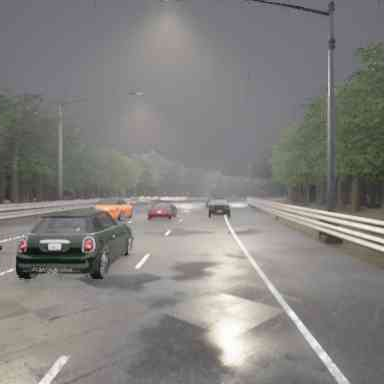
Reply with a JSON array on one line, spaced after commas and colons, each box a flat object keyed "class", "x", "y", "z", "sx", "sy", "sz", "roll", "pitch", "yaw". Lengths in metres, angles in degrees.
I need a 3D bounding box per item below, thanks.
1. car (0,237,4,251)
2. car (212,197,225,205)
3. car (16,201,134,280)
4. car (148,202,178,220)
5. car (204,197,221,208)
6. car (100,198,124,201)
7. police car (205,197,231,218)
[{"class": "car", "x": -6.765, "y": 1.570, "z": 8.094, "sx": 1.895, "sy": 1.301, "sz": 4.718, "roll": 0, "pitch": 0, "yaw": 1}, {"class": "car", "x": 5.036, "y": 1.658, "z": 62.584, "sx": 1.994, "sy": 1.385, "sz": 4.181, "roll": 0, "pitch": -1, "yaw": 10}, {"class": "car", "x": -3.203, "y": 1.316, "z": 10.018, "sx": 2.097, "sy": 1.767, "sz": 4.553, "roll": 0, "pitch": 0, "yaw": 2}, {"class": "car", "x": -2.339, "y": 1.484, "z": 27.402, "sx": 1.994, "sy": 1.385, "sz": 4.181, "roll": 0, "pitch": 0, "yaw": 4}, {"class": "car", "x": 3.031, "y": 1.426, "z": 48.601, "sx": 2.128, "sy": 1.511, "sz": 4.902, "roll": 0, "pitch": -1, "yaw": 8}, {"class": "car", "x": -5.965, "y": 1.277, "z": 25.667, "sx": 2.097, "sy": 1.767, "sz": 4.553, "roll": 0, "pitch": 0, "yaw": 4}, {"class": "police car", "x": 2.408, "y": 1.339, "z": 29.485, "sx": 1.930, "sy": 1.638, "sz": 5.238, "roll": 0, "pitch": 0, "yaw": 4}]
